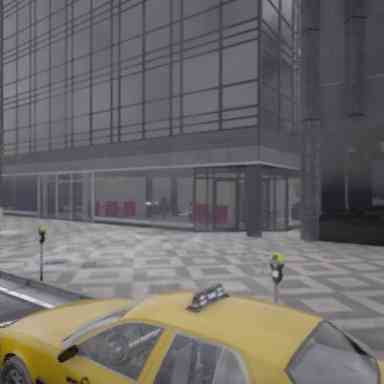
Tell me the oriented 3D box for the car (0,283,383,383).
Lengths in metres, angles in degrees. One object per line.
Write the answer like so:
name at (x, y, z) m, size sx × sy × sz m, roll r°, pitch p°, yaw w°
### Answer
car at (-0.078, 1.516, 3.020) m, size 4.829 × 1.417 × 1.752 m, roll 0°, pitch 0°, yaw 36°
